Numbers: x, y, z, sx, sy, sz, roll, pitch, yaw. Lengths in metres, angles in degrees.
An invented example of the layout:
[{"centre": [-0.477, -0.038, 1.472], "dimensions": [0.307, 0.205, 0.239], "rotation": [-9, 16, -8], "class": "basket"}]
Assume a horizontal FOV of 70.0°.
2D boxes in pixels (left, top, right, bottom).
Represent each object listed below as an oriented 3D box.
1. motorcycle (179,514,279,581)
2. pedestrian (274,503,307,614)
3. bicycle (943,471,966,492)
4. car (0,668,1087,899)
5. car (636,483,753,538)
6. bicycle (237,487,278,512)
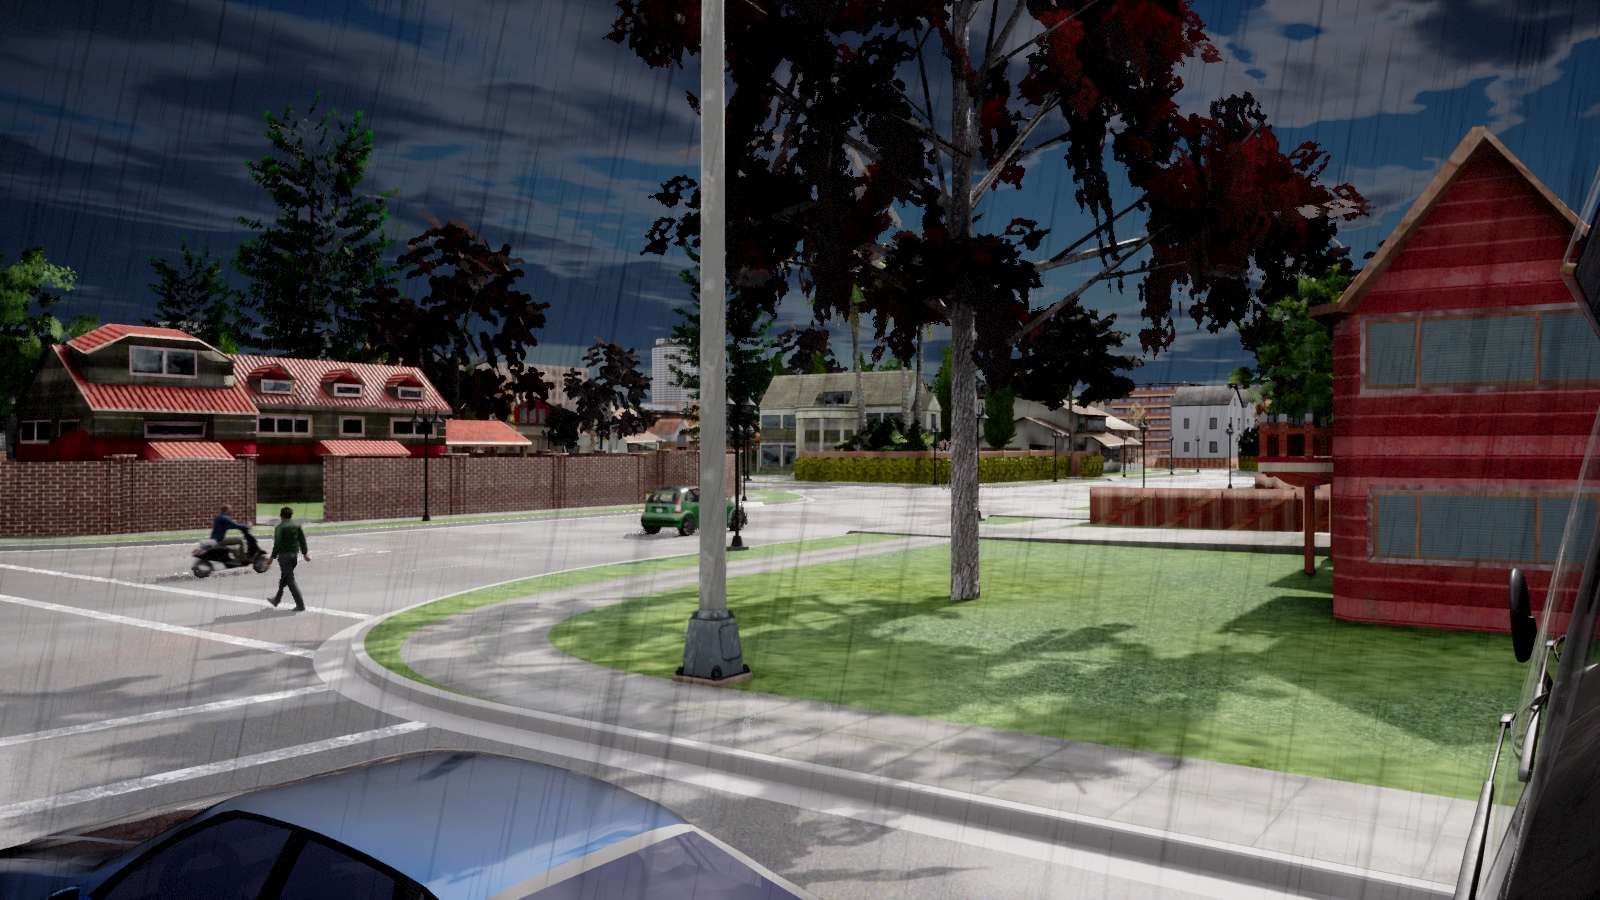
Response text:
[{"centre": [-12.704, 2.139, 25.465], "dimensions": [0.856, 1.341, 1.805], "rotation": [-1, -1, 38], "class": "motorcycle"}, {"centre": [-8.750, 1.848, 19.628], "dimensions": [0.375, 1.860, 0.375], "rotation": [0, 0, 26], "class": "pedestrian"}, {"centre": [10.106, 2.065, 74.964], "dimensions": [1.487, 1.301, 0.859], "rotation": [0, -3, 8], "class": "bicycle"}, {"centre": [-1.713, 2.106, 4.943], "dimensions": [5.357, 1.411, 2.033], "rotation": [0, 0, 36], "class": "car"}, {"centre": [-3.529, 1.999, 38.702], "dimensions": [1.851, 1.617, 3.988], "rotation": [0, 0, 34], "class": "car"}, {"centre": [-24.970, 2.256, 52.581], "dimensions": [0.859, 1.080, 1.487], "rotation": [0, 0, 34], "class": "bicycle"}]
